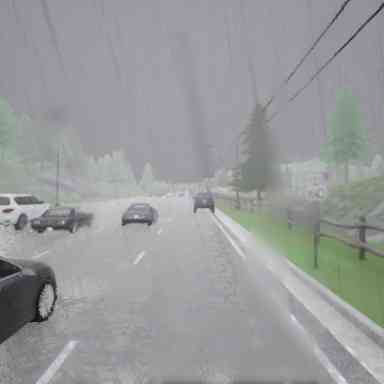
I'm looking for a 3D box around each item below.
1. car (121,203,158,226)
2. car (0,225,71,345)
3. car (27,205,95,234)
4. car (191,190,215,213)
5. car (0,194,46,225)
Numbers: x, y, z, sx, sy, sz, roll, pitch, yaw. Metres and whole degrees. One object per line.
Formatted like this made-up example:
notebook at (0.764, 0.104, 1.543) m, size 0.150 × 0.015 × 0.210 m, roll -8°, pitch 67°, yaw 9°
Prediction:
car at (-3.402, 1.450, 22.242) m, size 1.994 × 1.385 × 4.181 m, roll 0°, pitch 0°, yaw 0°
car at (-3.399, 1.484, 4.236) m, size 1.837 × 1.490 × 4.892 m, roll 0°, pitch 1°, yaw 0°
car at (-6.900, 1.506, 18.380) m, size 1.895 × 1.301 × 4.718 m, roll 0°, pitch 0°, yaw 0°
car at (1.220, 1.044, 35.114) m, size 2.150 × 2.045 × 5.566 m, roll 0°, pitch 0°, yaw 0°
car at (-10.401, 1.121, 19.860) m, size 2.150 × 2.045 × 5.566 m, roll 0°, pitch 0°, yaw 0°
